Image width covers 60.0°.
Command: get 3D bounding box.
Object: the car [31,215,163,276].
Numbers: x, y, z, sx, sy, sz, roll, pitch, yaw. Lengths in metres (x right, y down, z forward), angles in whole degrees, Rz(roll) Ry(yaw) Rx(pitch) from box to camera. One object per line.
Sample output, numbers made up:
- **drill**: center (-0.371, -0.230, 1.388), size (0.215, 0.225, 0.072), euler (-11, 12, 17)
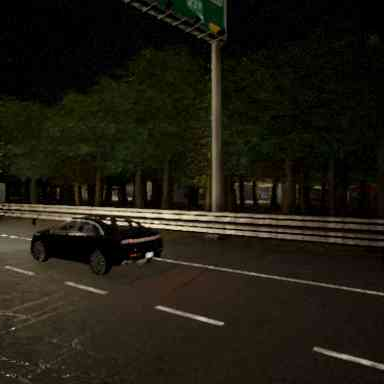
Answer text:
- **car**: center (-3.126, 1.492, 10.399), size (4.902, 1.511, 2.128), euler (0, 0, 35)
